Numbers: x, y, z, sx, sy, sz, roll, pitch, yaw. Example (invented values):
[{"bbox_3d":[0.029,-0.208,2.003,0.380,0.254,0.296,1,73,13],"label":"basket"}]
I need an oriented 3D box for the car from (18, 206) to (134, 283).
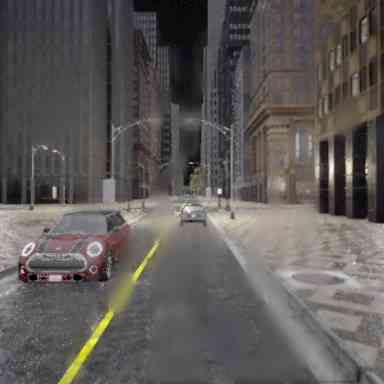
[{"bbox_3d":[-3.077,1.350,9.748,2.097,1.767,4.553,0,0,0],"label":"car"}]

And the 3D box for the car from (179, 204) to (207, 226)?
[{"bbox_3d":[0.096,1.558,23.219,2.033,1.411,5.357,0,0,0],"label":"car"}]
